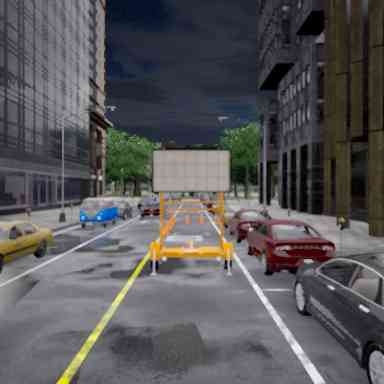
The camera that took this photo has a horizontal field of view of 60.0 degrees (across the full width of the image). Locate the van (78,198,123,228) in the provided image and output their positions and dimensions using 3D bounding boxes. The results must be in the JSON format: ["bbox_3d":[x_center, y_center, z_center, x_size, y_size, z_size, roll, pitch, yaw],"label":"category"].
[{"bbox_3d":[-5.798,1.251,20.976,1.690,1.788,3.998,0,0,0],"label":"van"}]

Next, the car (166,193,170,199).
[{"bbox_3d":[-5.872,1.266,64.307,1.752,1.417,4.829,0,0,0],"label":"car"}]

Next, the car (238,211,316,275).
[{"bbox_3d":[2.746,1.501,10.116,1.887,1.381,4.507,0,0,0],"label":"car"}]

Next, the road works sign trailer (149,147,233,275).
[{"bbox_3d":[-0.016,0.420,10.249,2.380,3.560,2.880,0,0,0],"label":"road works sign trailer"}]

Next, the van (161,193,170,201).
[{"bbox_3d":[-5.891,1.042,75.351,1.690,1.788,3.998,0,0,0],"label":"van"}]

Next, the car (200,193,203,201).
[{"bbox_3d":[2.671,1.325,53.616,1.887,1.381,4.507,0,0,0],"label":"car"}]

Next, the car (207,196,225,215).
[{"bbox_3d":[2.709,1.390,32.036,1.752,1.417,4.829,0,0,0],"label":"car"}]

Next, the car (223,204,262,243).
[{"bbox_3d":[2.737,1.478,15.554,1.887,1.381,4.507,0,0,0],"label":"car"}]

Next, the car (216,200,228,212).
[{"bbox_3d":[2.727,1.435,21.161,1.752,1.417,4.829,0,0,0],"label":"car"}]

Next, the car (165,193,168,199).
[{"bbox_3d":[-5.863,1.326,59.039,1.947,1.339,4.313,0,0,0],"label":"car"}]

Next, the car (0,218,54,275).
[{"bbox_3d":[-5.779,1.482,9.932,1.752,1.417,4.829,0,0,0],"label":"car"}]

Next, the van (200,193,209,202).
[{"bbox_3d":[2.643,1.061,69.928,1.690,1.788,3.998,0,0,0],"label":"van"}]

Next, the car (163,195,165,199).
[{"bbox_3d":[-5.854,1.306,53.432,1.752,1.417,4.829,0,0,0],"label":"car"}]

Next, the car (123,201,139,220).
[{"bbox_3d":[-5.807,1.438,26.414,2.008,1.369,4.403,0,0,0],"label":"car"}]

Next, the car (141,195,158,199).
[{"bbox_3d":[-5.835,1.388,42.727,1.947,1.339,4.313,0,0,0],"label":"car"}]

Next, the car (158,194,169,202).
[{"bbox_3d":[-5.882,1.160,69.914,1.967,1.590,4.097,0,0,0],"label":"car"}]

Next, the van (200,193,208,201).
[{"bbox_3d":[2.634,1.042,75.366,1.690,1.788,3.998,0,0,0],"label":"van"}]

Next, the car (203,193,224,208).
[{"bbox_3d":[2.699,1.159,37.303,2.192,1.841,5.009,0,0,0],"label":"car"}]

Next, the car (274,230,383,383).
[{"bbox_3d":[2.756,1.530,4.678,2.008,1.369,4.403,0,0,0],"label":"car"}]

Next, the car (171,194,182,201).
[{"bbox_3d":[-3.116,1.209,68.173,1.837,1.490,4.892,0,0,0],"label":"car"}]

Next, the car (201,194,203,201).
[{"bbox_3d":[2.680,1.326,48.348,1.752,1.417,4.829,0,0,0],"label":"car"}]

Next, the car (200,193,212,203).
[{"bbox_3d":[2.652,1.055,64.491,2.192,1.841,5.009,0,0,0],"label":"car"}]

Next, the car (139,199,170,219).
[{"bbox_3d":[-3.146,1.482,27.971,1.895,1.301,4.718,0,0,0],"label":"car"}]

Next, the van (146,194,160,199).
[{"bbox_3d":[-5.845,1.142,48.163,1.690,1.788,3.998,0,0,0],"label":"van"}]
